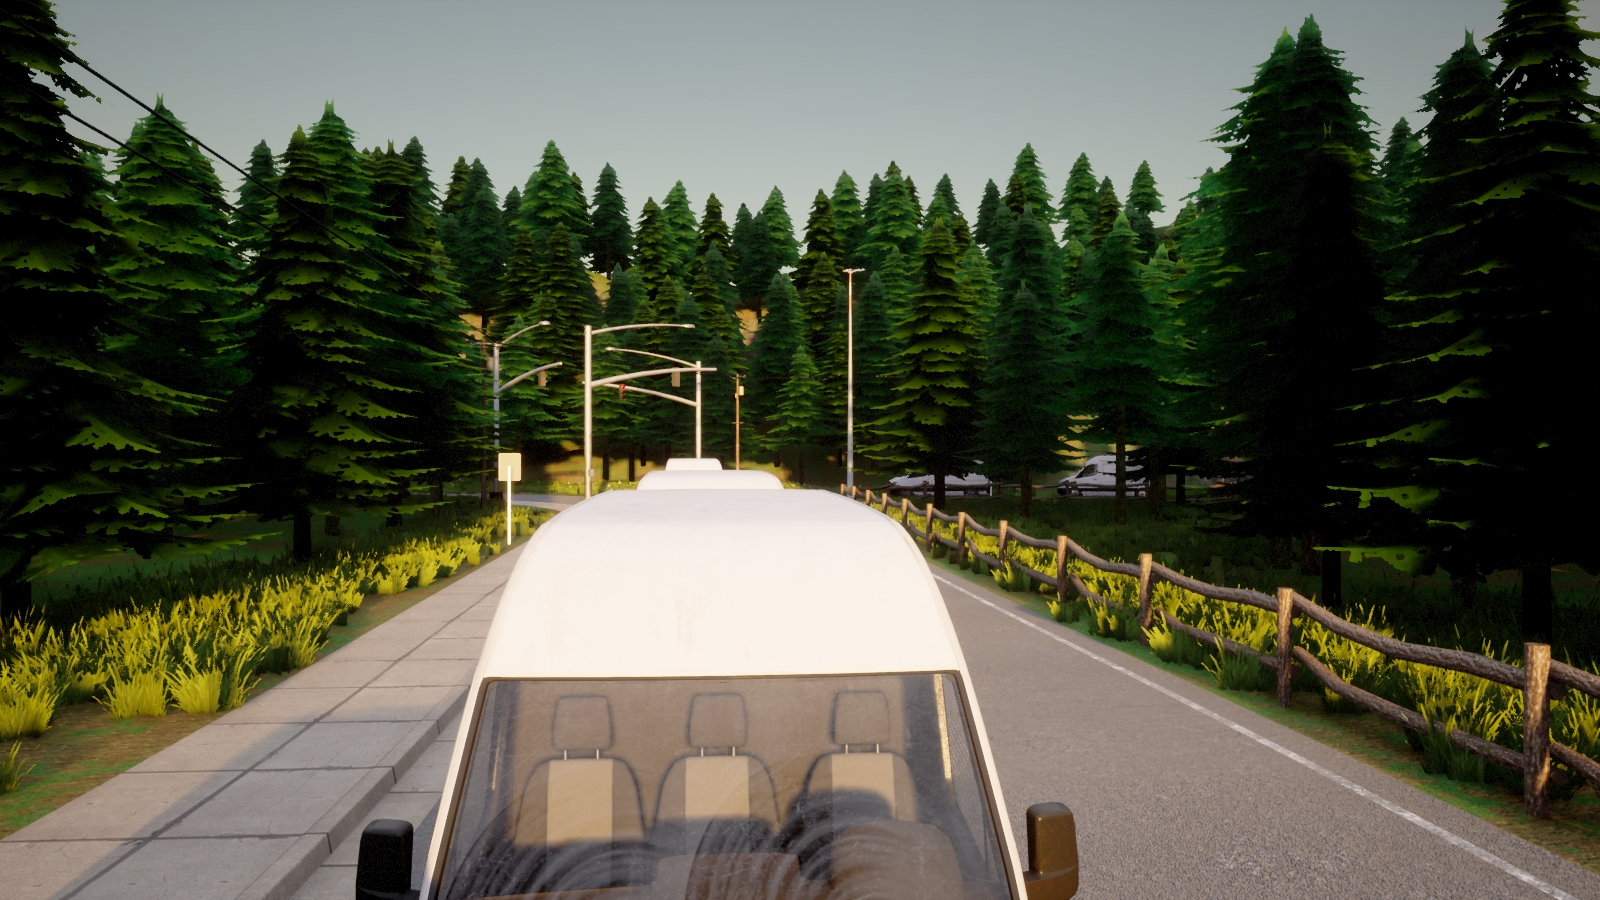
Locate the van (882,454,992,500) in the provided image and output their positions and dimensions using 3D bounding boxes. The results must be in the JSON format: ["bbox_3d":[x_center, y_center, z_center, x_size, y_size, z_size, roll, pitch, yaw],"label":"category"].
[{"bbox_3d":[7.757,1.535,64.957,5.915,2.561,1.988,0,0,-5],"label":"van"}]

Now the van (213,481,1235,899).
[{"bbox_3d":[-0.351,1.499,5.176,1.988,2.561,5.915,0,0,-5],"label":"van"}]
